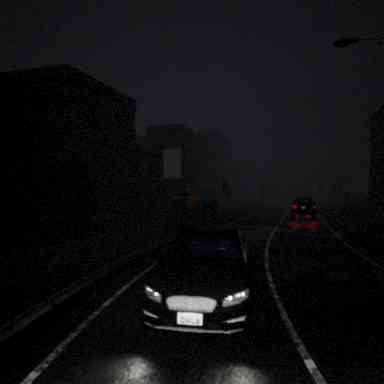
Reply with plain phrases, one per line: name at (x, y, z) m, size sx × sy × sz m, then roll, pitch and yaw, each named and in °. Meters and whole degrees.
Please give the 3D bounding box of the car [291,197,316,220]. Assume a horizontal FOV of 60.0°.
car at (10.830, 1.542, 32.321) m, size 2.150 × 2.045 × 5.566 m, roll 1°, pitch 0°, yaw 18°

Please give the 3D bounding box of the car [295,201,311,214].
car at (14.111, 1.946, 42.433) m, size 1.812 × 1.442 × 4.674 m, roll 1°, pitch 0°, yaw 19°

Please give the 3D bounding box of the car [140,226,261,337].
car at (0.358, 1.539, 7.099) m, size 2.128 × 1.511 × 4.902 m, roll 0°, pitch 0°, yaw 9°
